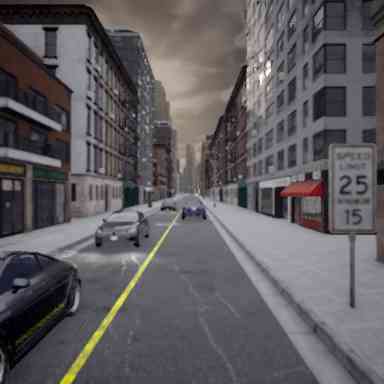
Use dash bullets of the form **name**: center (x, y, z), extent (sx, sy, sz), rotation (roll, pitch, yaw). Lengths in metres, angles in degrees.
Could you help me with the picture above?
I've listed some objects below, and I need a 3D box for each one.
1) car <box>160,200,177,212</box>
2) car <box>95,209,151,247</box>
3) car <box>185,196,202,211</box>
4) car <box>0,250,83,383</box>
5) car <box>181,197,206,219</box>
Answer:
- **car**: center (-2.863, 1.659, 41.814), extent (2.033, 1.411, 5.357), rotation (0, 0, 0)
- **car**: center (-3.041, 1.564, 15.415), extent (1.812, 1.442, 4.674), rotation (0, 0, 1)
- **car**: center (0.225, 1.474, 44.188), extent (2.097, 1.767, 4.553), rotation (0, 0, 0)
- **car**: center (-3.088, 1.573, 4.721), extent (1.994, 1.385, 4.181), rotation (0, 0, 0)
- **car**: center (0.175, 1.433, 29.703), extent (2.097, 1.767, 4.553), rotation (0, 0, 1)
